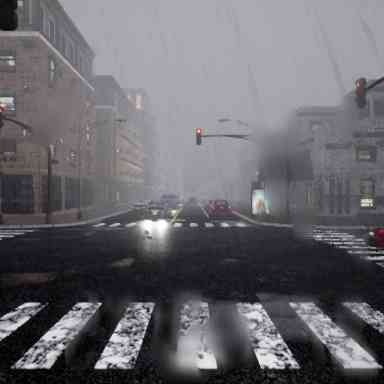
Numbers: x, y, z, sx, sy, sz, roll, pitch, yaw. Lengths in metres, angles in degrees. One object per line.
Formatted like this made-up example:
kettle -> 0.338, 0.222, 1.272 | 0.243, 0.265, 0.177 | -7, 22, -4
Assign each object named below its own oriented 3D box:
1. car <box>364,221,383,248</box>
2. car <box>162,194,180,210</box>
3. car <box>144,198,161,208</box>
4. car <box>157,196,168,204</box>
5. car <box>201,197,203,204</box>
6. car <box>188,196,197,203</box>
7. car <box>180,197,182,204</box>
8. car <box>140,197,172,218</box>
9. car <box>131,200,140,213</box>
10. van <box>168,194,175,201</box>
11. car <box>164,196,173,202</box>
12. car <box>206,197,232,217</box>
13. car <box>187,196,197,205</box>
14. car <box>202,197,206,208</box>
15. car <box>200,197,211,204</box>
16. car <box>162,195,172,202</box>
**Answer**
car -> 9.022, 1.602, 12.859 | 4.181, 1.385, 1.994 | 0, 1, 5
car -> -3.136, 1.264, 44.832 | 2.150, 2.045, 5.566 | 0, 0, 0
car -> -5.738, 1.599, 48.815 | 2.008, 1.369, 4.403 | 0, 0, 0
car -> -5.754, 1.602, 65.735 | 1.752, 1.417, 4.829 | 0, 0, 0
car -> 2.642, 1.598, 48.835 | 2.008, 1.369, 4.403 | 0, 0, 0
car -> 0.018, 1.612, 70.707 | 1.812, 1.442, 4.674 | 0, 0, 0
car -> -3.057, 1.430, 64.920 | 2.097, 1.767, 4.553 | 0, 0, 0
car -> -3.137, 1.512, 29.947 | 2.128, 1.511, 4.902 | 0, 0, -2
car -> -5.728, 1.582, 37.422 | 2.008, 1.369, 4.403 | 0, 0, 0
van -> -5.781, 1.483, 94.388 | 1.690, 1.788, 3.998 | -1, 0, 0
car -> -5.769, 1.639, 82.824 | 1.752, 1.417, 4.829 | -1, 0, 0
car -> 2.656, 1.464, 31.745 | 1.967, 1.590, 4.097 | 0, 0, 0
car -> 0.049, 1.572, 60.289 | 1.837, 1.490, 4.892 | 0, 0, 0
car -> 2.647, 1.621, 43.138 | 1.802, 1.307, 4.206 | 0, 0, 0
car -> 2.627, 1.628, 65.925 | 2.008, 1.369, 4.403 | -1, 0, 0
car -> -5.766, 1.541, 77.298 | 1.967, 1.590, 4.097 | -1, 0, 0
